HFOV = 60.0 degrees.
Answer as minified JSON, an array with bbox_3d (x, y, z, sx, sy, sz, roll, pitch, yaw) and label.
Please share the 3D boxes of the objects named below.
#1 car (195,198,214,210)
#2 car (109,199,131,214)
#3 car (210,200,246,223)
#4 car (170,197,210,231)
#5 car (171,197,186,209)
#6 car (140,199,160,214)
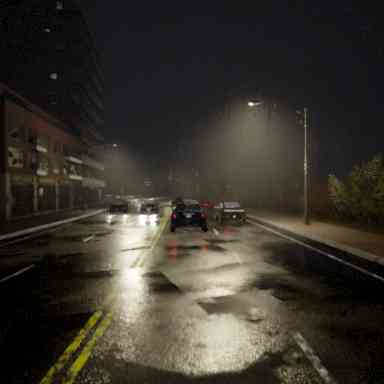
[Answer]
[{"bbox_3d":[1.588,1.555,43.237,1.994,1.385,4.181,0,0,-4],"label":"car"},{"bbox_3d":[-7.801,1.537,36.420,1.882,1.535,5.008,0,0,-4],"label":"car"},{"bbox_3d":[2.799,1.481,25.156,2.128,1.511,4.902,0,0,-2],"label":"car"},{"bbox_3d":[-0.258,1.362,20.636,2.097,1.767,4.553,0,0,-2],"label":"car"},{"bbox_3d":[-1.978,1.517,47.454,1.837,1.490,4.892,0,0,-5],"label":"car"},{"bbox_3d":[-4.499,1.527,35.752,2.128,1.511,4.902,0,0,-4],"label":"car"}]
